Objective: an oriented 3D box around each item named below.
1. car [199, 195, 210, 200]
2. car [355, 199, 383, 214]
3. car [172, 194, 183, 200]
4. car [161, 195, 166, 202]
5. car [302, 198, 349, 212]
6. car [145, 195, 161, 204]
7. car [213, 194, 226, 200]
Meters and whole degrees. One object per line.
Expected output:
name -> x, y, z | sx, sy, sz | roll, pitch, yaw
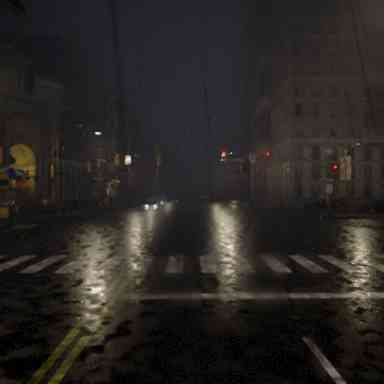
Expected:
car -> 3.215, 1.405, 88.148 | 1.812, 1.442, 4.674 | 0, 0, 22
car -> 19.005, 1.460, 33.352 | 4.892, 1.490, 1.837 | 0, 0, 0
car -> -3.816, 1.404, 89.359 | 2.128, 1.511, 4.902 | 0, 0, 19
car -> -6.959, 1.425, 74.124 | 2.128, 1.511, 4.902 | 0, 0, 0
car -> 14.903, 1.455, 37.187 | 4.892, 1.490, 1.837 | 0, 0, 6
car -> -7.080, 1.521, 59.034 | 1.895, 1.301, 4.718 | 0, 0, 0
car -> 7.000, 1.381, 88.089 | 1.837, 1.490, 4.892 | 0, 0, 25
